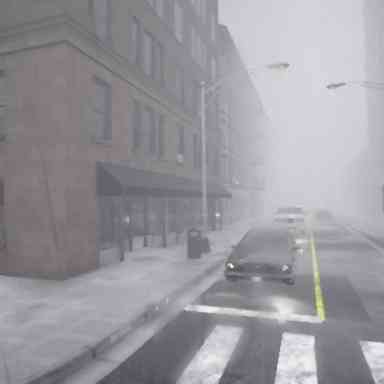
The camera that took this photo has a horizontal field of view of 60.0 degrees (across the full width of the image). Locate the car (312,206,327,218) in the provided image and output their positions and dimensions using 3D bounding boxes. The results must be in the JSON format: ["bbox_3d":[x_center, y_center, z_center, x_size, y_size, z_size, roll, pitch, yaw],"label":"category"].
[{"bbox_3d":[19.032,2.964,49.647,1.882,1.535,5.008,-2,-2,19],"label":"car"}]

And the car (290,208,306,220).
[{"bbox_3d":[13.824,2.850,43.109,1.812,1.442,4.674,-2,-2,20],"label":"car"}]

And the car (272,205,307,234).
[{"bbox_3d":[7.305,1.985,24.714,2.150,2.045,5.566,-2,-2,19],"label":"car"}]

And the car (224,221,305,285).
[{"bbox_3d":[2.507,1.899,10.947,2.033,1.411,5.357,-2,-2,19],"label":"car"}]

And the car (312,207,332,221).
[{"bbox_3d":[15.777,2.683,40.158,2.128,1.511,4.902,-2,-2,20],"label":"car"}]
